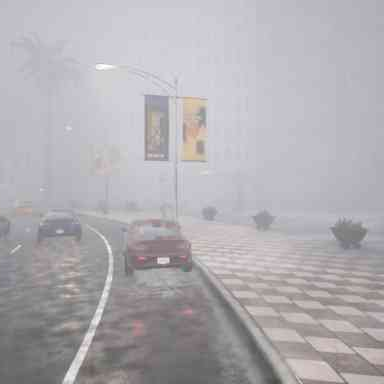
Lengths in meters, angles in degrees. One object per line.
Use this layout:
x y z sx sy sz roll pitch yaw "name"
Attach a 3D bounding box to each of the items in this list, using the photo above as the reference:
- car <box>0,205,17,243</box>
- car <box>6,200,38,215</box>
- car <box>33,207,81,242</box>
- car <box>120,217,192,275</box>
-9.637 1.538 15.307 2.033 1.411 5.357 0 0 -22 "car"
-15.651 1.462 30.357 1.882 1.535 5.008 0 0 -43 "car"
-6.493 1.520 16.359 1.812 1.442 4.674 0 0 -21 "car"
-1.227 1.524 10.446 1.812 1.442 4.674 0 0 -13 "car"
